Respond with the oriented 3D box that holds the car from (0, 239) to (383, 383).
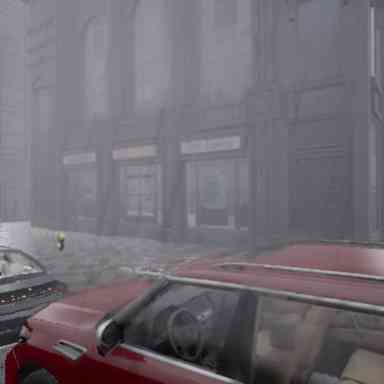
[{"bbox_3d":[0.657,1.323,2.491,5.009,1.841,2.192,-1,0,36],"label":"car"}]
